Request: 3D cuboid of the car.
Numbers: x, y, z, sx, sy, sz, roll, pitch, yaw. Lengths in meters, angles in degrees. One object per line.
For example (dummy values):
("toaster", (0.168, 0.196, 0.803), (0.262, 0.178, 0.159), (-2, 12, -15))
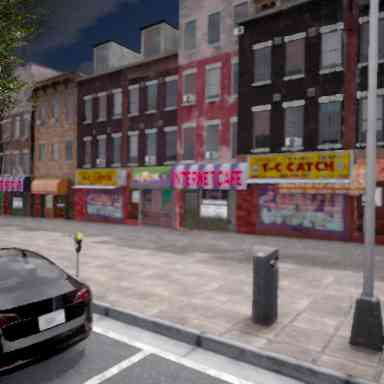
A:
("car", (-3.369, 1.563, 5.200), (4.313, 1.339, 1.947), (0, 1, 36))
